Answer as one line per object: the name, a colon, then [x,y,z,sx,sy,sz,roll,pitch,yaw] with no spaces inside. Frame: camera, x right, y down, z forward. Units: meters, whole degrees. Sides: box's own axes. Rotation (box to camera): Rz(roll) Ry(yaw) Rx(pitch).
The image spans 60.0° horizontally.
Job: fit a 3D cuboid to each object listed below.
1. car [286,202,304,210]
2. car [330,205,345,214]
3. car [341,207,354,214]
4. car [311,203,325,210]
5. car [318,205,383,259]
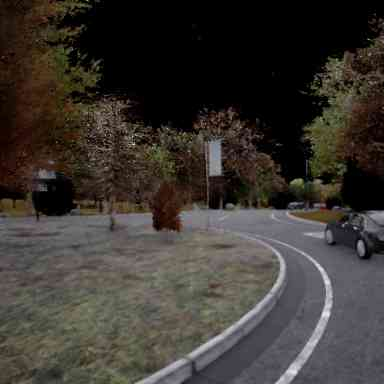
car: [17.887,2.510,57.702,1.837,1.490,4.892,-1,-5,36]
car: [30.427,3.681,69.356,1.882,1.535,5.008,-1,-5,35]
car: [36.452,4.354,77.871,1.837,1.490,4.892,-1,-5,36]
car: [26.934,3.393,70.480,2.150,2.045,5.566,-1,-5,35]
car: [6.463,1.431,12.179,1.837,1.490,4.892,-1,0,3]
